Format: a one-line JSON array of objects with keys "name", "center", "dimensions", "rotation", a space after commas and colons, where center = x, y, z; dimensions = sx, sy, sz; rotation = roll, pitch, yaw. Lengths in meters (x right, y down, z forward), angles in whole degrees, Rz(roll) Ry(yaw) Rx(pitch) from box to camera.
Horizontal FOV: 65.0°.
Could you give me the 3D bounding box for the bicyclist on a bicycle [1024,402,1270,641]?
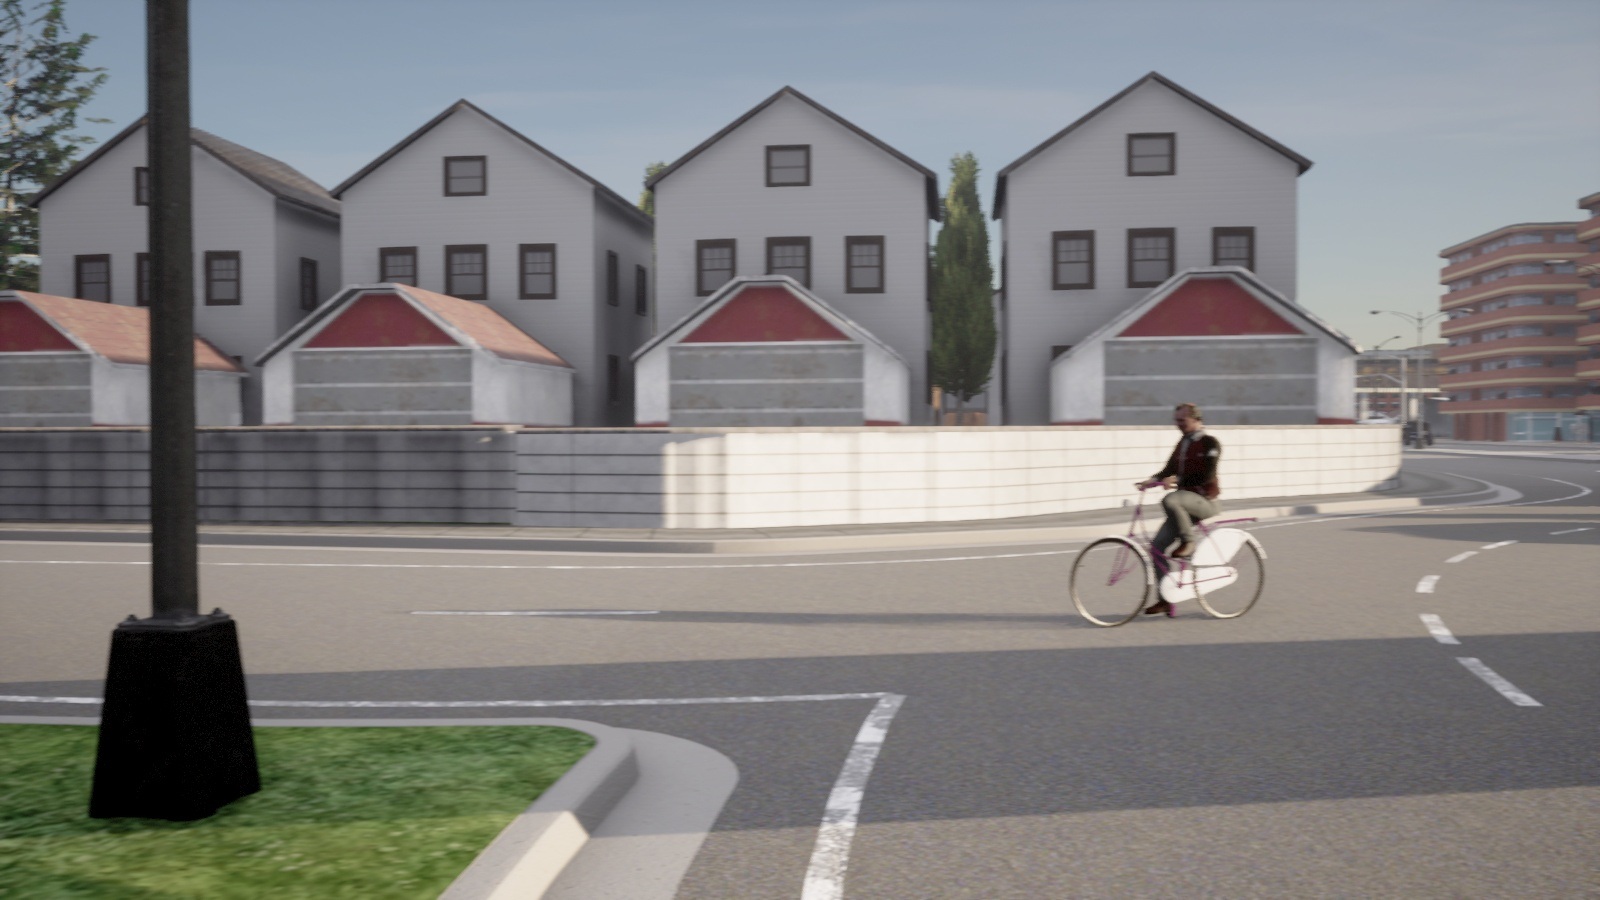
[{"name": "bicyclist on a bicycle", "center": [2.750, 0.528, 9.951], "dimensions": [1.843, 1.776, 0.659], "rotation": [0, 0, -21]}]
